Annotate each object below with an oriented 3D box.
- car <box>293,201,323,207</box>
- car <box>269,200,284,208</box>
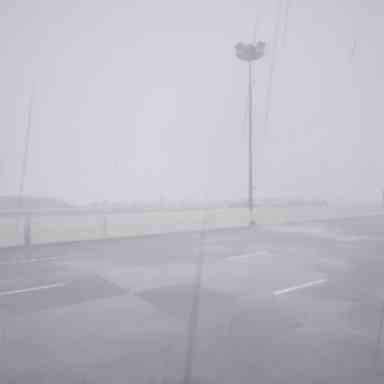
[{"bbox_3d":[12.595,1.550,34.465,4.718,1.301,1.895,0,0,-35],"label":"car"},{"bbox_3d":[11.281,1.499,37.825,5.357,1.411,2.033,0,0,-35],"label":"car"}]
